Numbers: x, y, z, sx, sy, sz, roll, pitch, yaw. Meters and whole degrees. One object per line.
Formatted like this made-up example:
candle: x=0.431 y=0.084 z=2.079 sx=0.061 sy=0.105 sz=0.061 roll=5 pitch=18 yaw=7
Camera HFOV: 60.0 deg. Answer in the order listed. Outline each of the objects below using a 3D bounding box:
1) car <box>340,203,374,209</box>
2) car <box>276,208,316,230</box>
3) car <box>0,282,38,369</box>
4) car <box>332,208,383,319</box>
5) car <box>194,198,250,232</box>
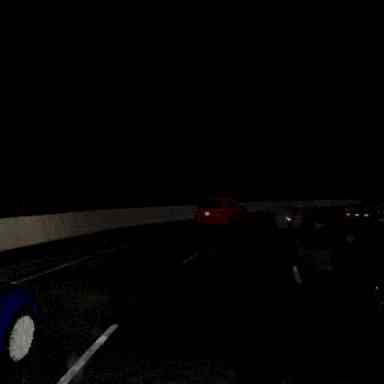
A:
car: x=14.112 y=1.826 z=27.363 sx=2.033 sy=1.411 sz=5.357 roll=0 pitch=-1 yaw=38
car: x=7.363 y=1.778 z=23.416 sx=1.994 sy=1.385 sz=4.181 roll=0 pitch=-1 yaw=32
car: x=-3.240 y=1.483 z=2.806 sx=1.882 sy=1.535 sz=5.008 roll=0 pitch=0 yaw=4
car: x=4.705 y=1.434 z=7.507 sx=2.097 sy=1.767 sz=4.553 roll=0 pitch=0 yaw=10
car: x=2.087 y=1.397 z=21.897 sx=2.150 sy=2.045 sz=5.566 roll=0 pitch=-1 yaw=26
